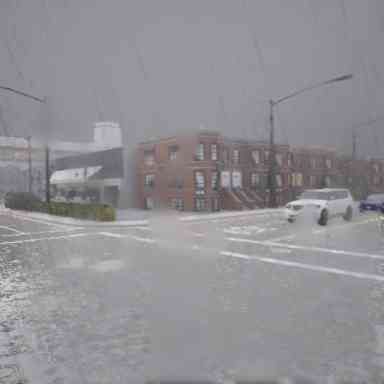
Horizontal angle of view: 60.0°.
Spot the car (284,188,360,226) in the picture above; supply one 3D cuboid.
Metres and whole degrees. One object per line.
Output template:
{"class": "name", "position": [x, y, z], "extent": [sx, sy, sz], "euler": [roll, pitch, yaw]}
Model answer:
{"class": "car", "position": [7.882, 0.811, 20.308], "extent": [5.566, 2.045, 2.150], "euler": [-1, 1, -42]}

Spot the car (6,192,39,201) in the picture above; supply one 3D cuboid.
{"class": "car", "position": [-30.026, 0.928, 58.983], "extent": [2.150, 2.045, 5.566], "euler": [-1, 1, 27]}

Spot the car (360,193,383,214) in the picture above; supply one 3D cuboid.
{"class": "car", "position": [15.298, 0.874, 27.092], "extent": [5.008, 1.535, 1.882], "euler": [-1, 1, -43]}
